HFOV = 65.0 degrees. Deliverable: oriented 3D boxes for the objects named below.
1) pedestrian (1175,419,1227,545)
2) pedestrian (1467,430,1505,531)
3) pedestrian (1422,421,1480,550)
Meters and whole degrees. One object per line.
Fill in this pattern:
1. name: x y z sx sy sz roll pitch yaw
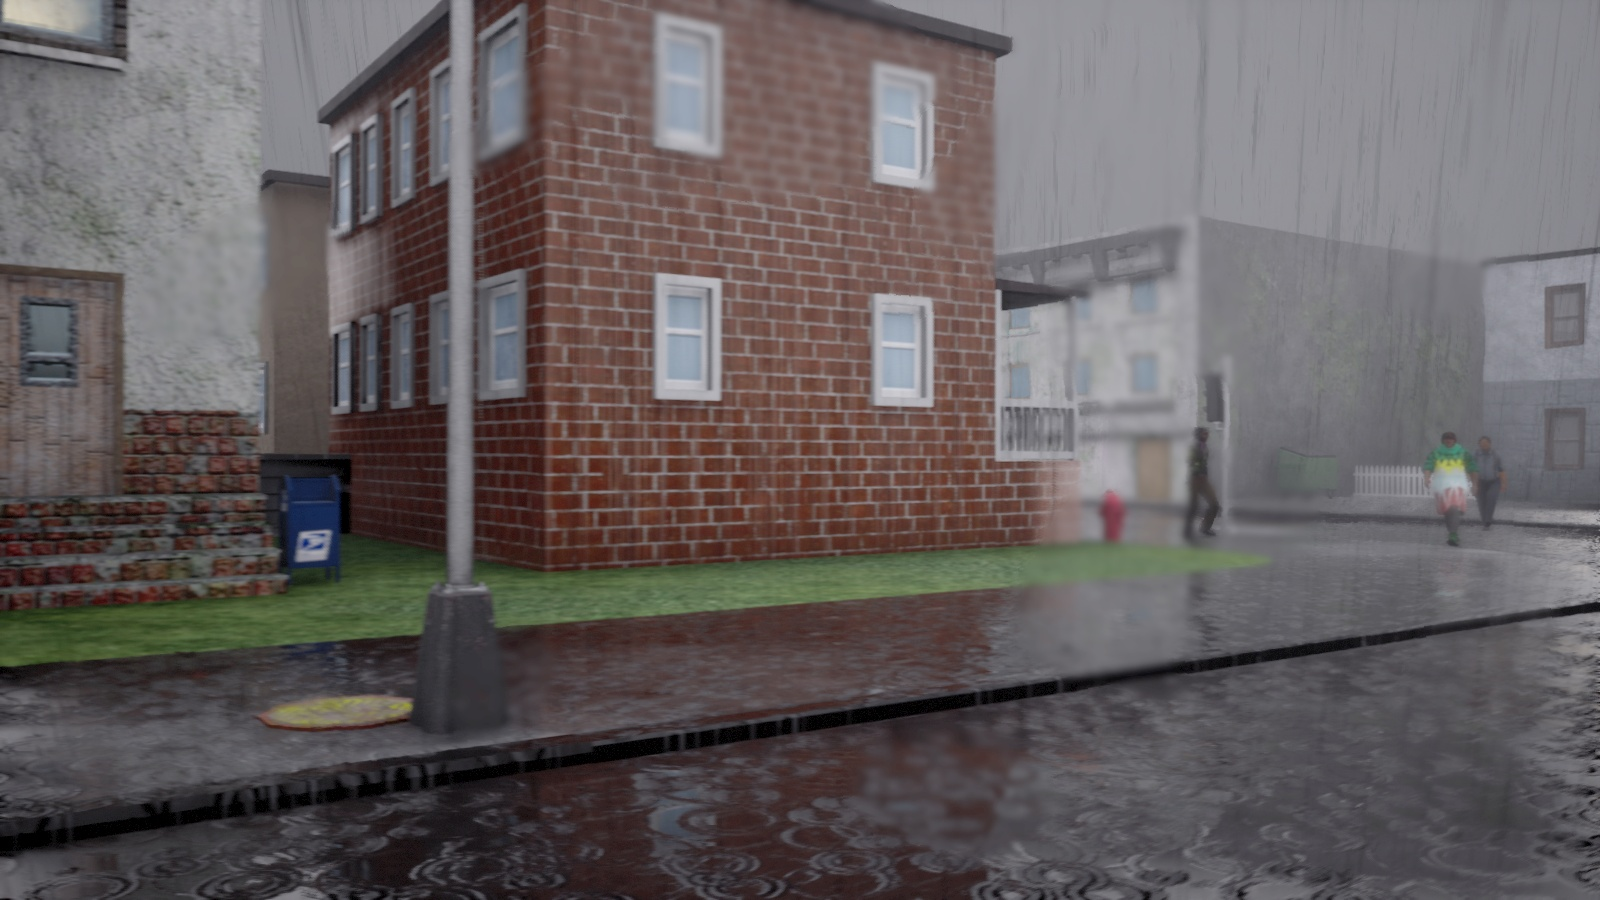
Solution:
1. pedestrian: 6.284 0.490 19.685 0.395 1.930 0.692 0 0 -27
2. pedestrian: 12.786 0.565 23.405 0.540 1.848 0.694 0 0 35
3. pedestrian: 10.140 0.536 19.556 0.659 1.952 0.873 0 0 38
